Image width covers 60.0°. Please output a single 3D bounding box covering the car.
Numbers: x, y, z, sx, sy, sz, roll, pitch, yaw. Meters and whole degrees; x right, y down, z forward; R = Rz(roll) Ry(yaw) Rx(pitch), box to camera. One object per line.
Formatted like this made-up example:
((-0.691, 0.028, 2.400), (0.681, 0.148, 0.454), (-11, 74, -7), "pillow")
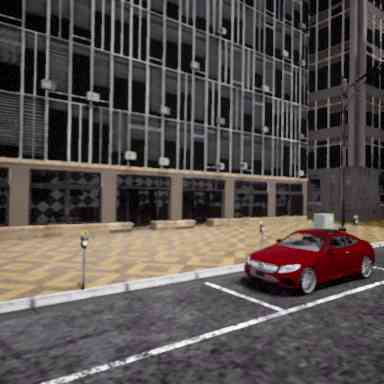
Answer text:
((3.290, 1.666, 8.900), (4.206, 1.307, 1.802), (1, 0, -36), "car")
